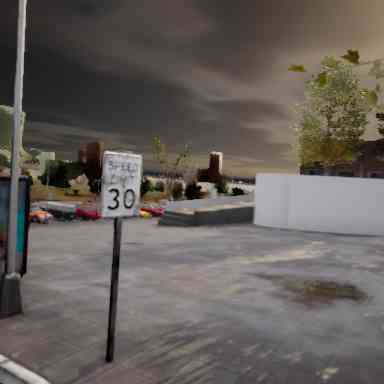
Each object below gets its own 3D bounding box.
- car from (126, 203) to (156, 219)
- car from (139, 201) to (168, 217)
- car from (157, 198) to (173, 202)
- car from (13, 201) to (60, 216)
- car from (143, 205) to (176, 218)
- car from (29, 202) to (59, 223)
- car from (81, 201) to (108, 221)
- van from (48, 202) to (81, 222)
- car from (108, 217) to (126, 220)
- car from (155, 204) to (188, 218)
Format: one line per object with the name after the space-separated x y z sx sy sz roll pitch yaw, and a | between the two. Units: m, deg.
-8.551 2.911 48.739 5.366 1.575 1.946 6 2 16 | car
-6.925 2.733 51.212 5.566 2.045 2.435 6 2 16 | car
-6.235 2.182 75.846 2.097 1.767 4.553 6 2 36 | car
-19.679 2.050 42.277 2.128 1.511 4.902 6 2 36 | car
-5.203 3.098 53.661 4.792 1.488 2.163 6 2 16 | car
-17.600 2.330 36.643 4.553 1.767 2.185 6 2 16 | car
-14.017 2.382 41.475 5.566 2.045 2.435 7 3 16 | car
-15.879 2.310 39.075 4.442 1.987 1.878 6 3 16 | van
-12.192 2.475 43.901 5.566 2.045 2.435 6 2 16 | car
-3.477 3.155 56.096 4.892 1.521 2.231 6 2 16 | car
